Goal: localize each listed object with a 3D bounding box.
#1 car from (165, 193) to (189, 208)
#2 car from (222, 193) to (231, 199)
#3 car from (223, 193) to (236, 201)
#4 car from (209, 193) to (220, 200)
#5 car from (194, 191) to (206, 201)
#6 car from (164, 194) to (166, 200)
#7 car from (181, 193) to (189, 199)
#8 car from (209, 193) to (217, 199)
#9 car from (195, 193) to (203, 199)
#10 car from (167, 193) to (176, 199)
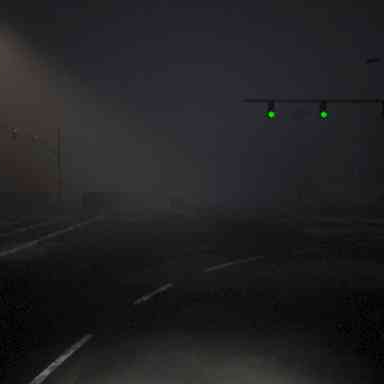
[{"bbox_3d":[-1.876,1.272,42.852,2.128,1.511,4.902,0,0,0],"label":"car"},{"bbox_3d":[8.765,0.928,83.847,1.812,1.442,4.674,0,0,0],"label":"car"},{"bbox_3d":[8.732,1.153,74.262,2.033,1.411,5.357,0,0,0],"label":"car"},{"bbox_3d":[5.235,1.205,75.137,1.895,1.301,4.718,0,0,0],"label":"car"},{"bbox_3d":[1.732,0.838,74.314,2.150,2.045,5.566,0,0,0],"label":"car"},{"bbox_3d":[-5.265,1.109,75.143,1.837,1.490,4.892,0,0,0],"label":"car"},{"bbox_3d":[-1.735,0.927,83.883,2.128,1.511,4.902,0,0,0],"label":"car"},{"bbox_3d":[5.265,0.927,83.859,1.812,1.442,4.674,0,0,0],"label":"car"},{"bbox_3d":[1.765,0.998,83.902,1.895,1.301,4.718,0,0,0],"label":"car"},{"bbox_3d":[-5.235,0.954,83.896,1.994,1.385,4.181,0,0,0],"label":"car"}]
